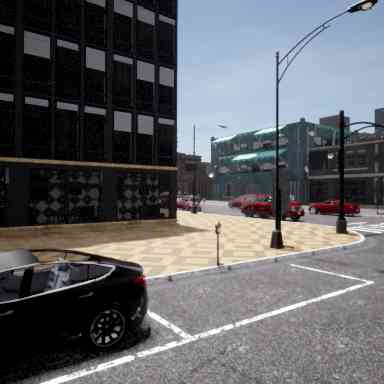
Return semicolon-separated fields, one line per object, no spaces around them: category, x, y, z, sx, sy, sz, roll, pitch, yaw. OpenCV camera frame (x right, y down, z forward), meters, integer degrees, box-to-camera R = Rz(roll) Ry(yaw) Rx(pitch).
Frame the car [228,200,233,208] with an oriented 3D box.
car;6.034;1.130;38.690;1.967;1.590;4.097;1;0;-36

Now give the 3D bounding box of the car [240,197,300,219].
car;6.515;1.273;28.229;1.837;1.490;4.892;0;1;-36

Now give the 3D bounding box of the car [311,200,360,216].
car;12.595;1.371;29.747;1.887;1.381;4.507;1;0;-36

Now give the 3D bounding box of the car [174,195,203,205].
car;-0.530;1.101;47.632;2.008;1.369;4.403;1;0;-36

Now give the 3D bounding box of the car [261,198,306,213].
car;9.314;1.340;34.218;1.802;1.307;4.206;1;0;-36

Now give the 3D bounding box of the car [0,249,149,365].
car;-2.688;1.566;4.636;4.313;1.339;1.947;0;0;-35

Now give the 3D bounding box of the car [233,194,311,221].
car;5.845;1.101;24.789;2.192;1.841;5.009;1;0;-36

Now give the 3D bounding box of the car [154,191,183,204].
car;-3.806;0.794;52.103;2.192;1.841;5.009;1;0;-36

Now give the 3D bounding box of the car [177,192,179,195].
car;-0.941;1.118;38.394;1.837;1.490;4.892;0;0;-36

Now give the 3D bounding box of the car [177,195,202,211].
car;-0.724;1.231;33.732;1.802;1.307;4.206;1;0;-36
